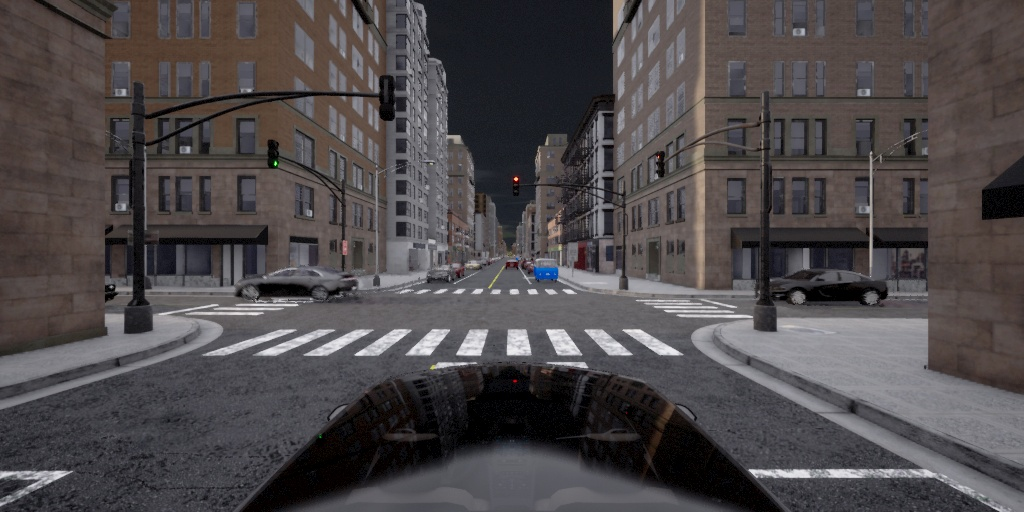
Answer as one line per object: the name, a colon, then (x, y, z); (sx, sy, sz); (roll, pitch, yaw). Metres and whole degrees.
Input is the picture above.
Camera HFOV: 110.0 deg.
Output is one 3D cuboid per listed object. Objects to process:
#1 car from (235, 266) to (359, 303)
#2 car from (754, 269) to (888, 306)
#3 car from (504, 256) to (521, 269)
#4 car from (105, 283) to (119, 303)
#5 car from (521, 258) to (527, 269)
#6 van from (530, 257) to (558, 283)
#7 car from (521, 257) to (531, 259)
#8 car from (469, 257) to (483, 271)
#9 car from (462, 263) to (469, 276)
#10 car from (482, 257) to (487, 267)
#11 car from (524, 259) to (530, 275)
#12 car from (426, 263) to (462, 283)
car: (-9.344, 1.193, 15.714); (4.902, 1.511, 2.128); (0, 0, 0)
car: (13.465, 1.318, 15.796); (5.008, 1.535, 1.882); (0, 0, 0)
car: (-0.020, 1.218, 55.823); (1.882, 1.535, 5.008); (0, 0, 0)
car: (-17.228, 1.254, 12.730); (4.718, 1.301, 1.895); (0, 0, -2)
car: (2.528, 1.326, 50.658); (1.802, 1.307, 4.207); (0, 0, 0)
van: (2.579, 1.089, 27.932); (1.690, 1.789, 3.998); (0, 0, 0)
car: (2.516, 1.054, 56.340); (2.192, 1.841, 5.009); (0, 0, 0)
car: (-5.496, 1.269, 50.464); (1.751, 1.417, 4.829); (0, 0, 0)
car: (-5.459, 1.293, 33.587); (1.888, 1.381, 4.507); (0, 0, 0)
car: (-5.509, 1.305, 56.316); (1.948, 1.339, 4.313); (0, 0, 0)
car: (2.554, 1.330, 39.295); (1.802, 1.307, 4.207); (0, 0, 0)
car: (-5.446, 1.299, 27.906); (2.007, 1.370, 4.403); (0, 0, 0)
